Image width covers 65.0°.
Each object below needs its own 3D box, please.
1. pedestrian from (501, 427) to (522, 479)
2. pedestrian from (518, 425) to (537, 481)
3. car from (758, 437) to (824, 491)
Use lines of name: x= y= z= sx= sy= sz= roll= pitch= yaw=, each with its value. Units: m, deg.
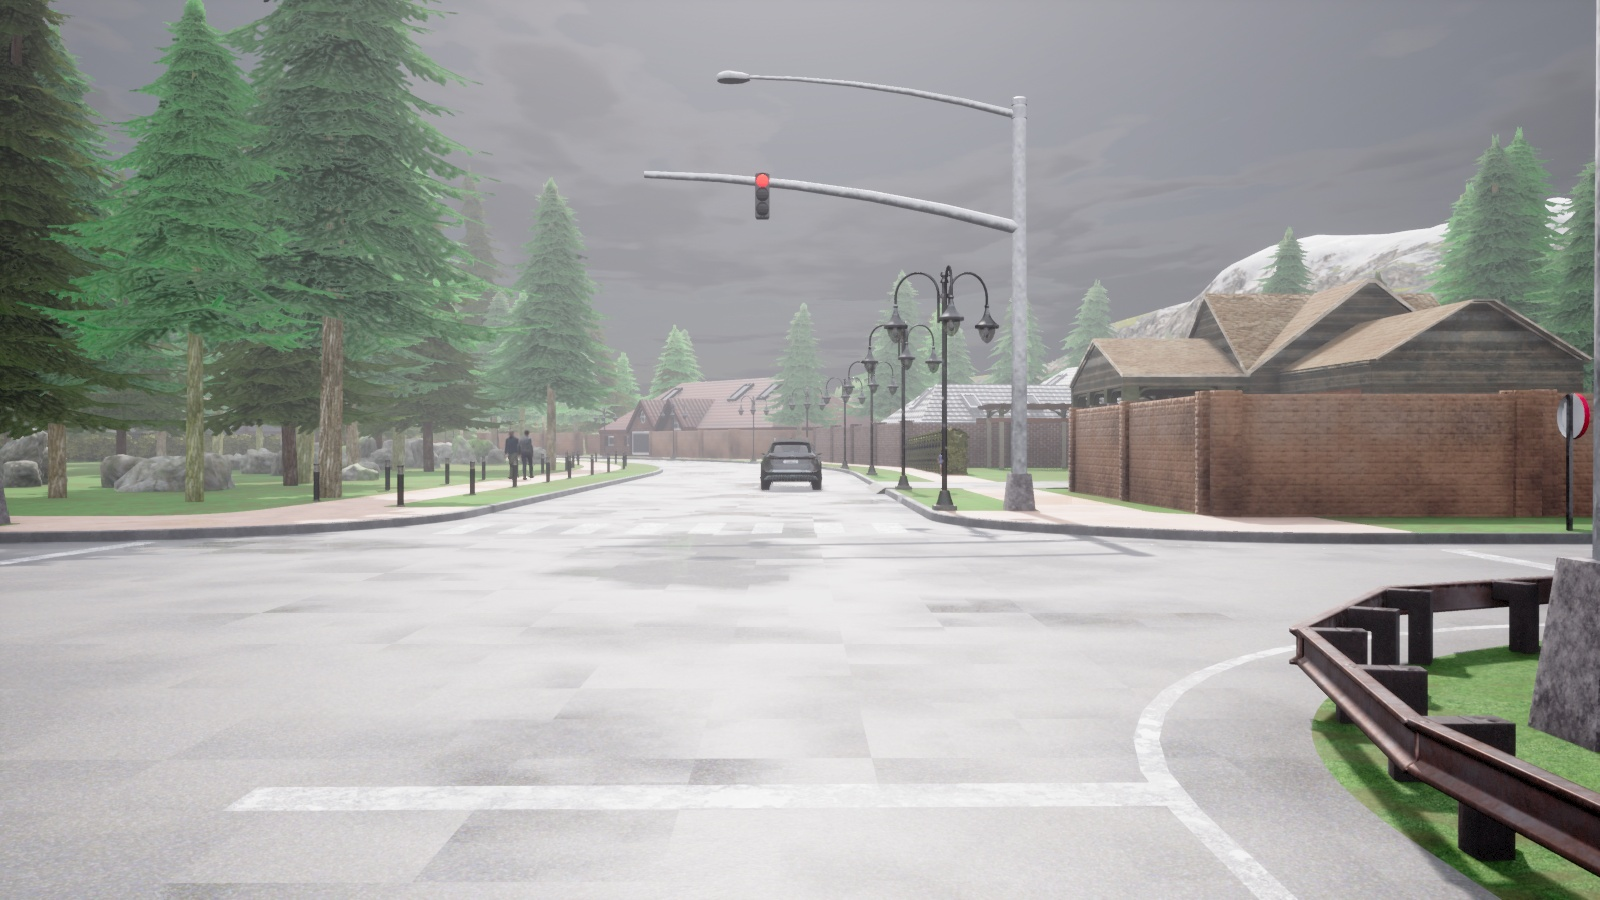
pedestrian: x=-10.298 y=0.111 z=44.812 sx=0.402 sy=1.842 sz=0.726 roll=0 pitch=0 yaw=18
pedestrian: x=-9.587 y=0.115 z=44.212 sx=0.423 sy=1.949 sz=0.788 roll=0 pitch=0 yaw=4
car: x=-0.284 y=0.416 z=40.968 sx=2.033 sy=1.649 sz=4.856 roll=0 pitch=0 yaw=0
